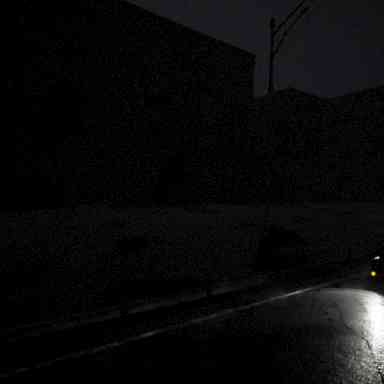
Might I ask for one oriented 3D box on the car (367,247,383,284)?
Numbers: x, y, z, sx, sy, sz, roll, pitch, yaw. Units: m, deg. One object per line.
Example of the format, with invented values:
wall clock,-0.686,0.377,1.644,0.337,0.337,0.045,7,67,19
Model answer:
car,6.218,1.581,8.292,4.181,1.385,1.994,0,0,-36
